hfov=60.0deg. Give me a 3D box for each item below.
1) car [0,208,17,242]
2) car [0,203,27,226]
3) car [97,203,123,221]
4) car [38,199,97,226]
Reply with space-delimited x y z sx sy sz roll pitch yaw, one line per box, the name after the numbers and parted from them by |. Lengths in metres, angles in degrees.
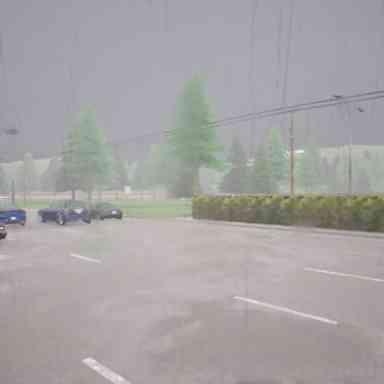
-10.142 1.560 15.057 5.357 1.411 2.033 0 0 43 | car
-12.884 1.489 22.366 5.008 1.535 1.882 0 0 43 | car
-7.457 1.546 26.885 4.181 1.385 1.994 0 0 43 | car
-9.129 1.346 23.661 4.553 1.767 2.097 0 0 43 | car
